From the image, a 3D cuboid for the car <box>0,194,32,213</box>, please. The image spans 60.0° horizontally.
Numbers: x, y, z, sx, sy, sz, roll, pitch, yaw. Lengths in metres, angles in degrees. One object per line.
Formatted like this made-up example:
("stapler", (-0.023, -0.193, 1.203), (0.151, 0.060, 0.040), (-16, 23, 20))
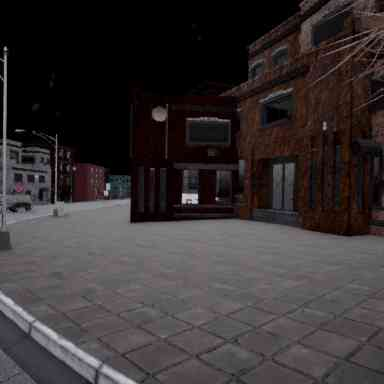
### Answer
("car", (-20.425, 1.289, 38.070), (2.150, 2.045, 5.566), (1, 0, -2))
